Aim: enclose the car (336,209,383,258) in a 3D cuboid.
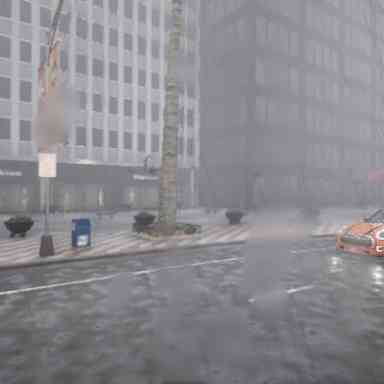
[{"bbox_3d":[7.579,1.386,12.221,4.553,1.767,2.097,0,0,-23],"label":"car"}]
